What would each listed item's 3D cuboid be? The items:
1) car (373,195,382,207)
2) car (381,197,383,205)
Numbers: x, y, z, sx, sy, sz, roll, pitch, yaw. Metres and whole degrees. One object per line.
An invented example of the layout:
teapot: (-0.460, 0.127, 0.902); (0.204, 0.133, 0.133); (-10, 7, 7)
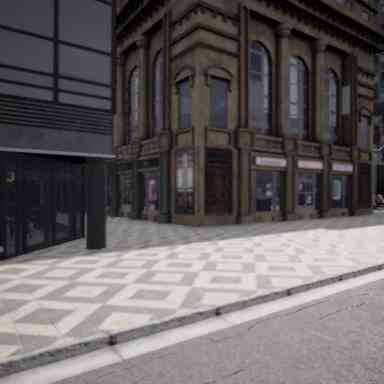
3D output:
car: (26.364, 1.345, 50.410); (2.192, 1.841, 5.009); (0, 0, -35)
car: (29.494, 1.541, 45.970); (1.752, 1.417, 4.829); (0, 0, -35)
